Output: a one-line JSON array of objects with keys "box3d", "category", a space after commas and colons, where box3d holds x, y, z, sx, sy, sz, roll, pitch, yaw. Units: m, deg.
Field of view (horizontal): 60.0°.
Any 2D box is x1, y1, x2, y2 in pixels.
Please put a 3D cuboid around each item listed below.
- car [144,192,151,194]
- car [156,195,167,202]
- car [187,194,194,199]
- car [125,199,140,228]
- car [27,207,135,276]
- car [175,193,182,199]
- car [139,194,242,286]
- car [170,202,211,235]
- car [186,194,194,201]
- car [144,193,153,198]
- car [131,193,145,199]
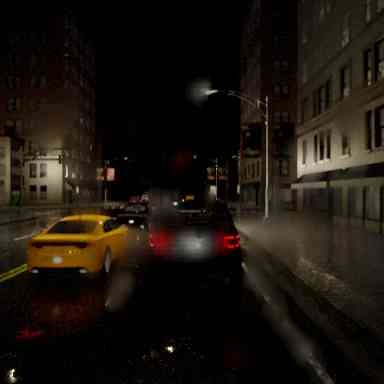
[{"box3d": [-10.198, 1.063, 75.464, 2.150, 2.045, 5.566, 0, 0, 0], "category": "car"}, {"box3d": [-6.946, 1.379, 75.159, 2.033, 1.411, 5.357, 0, 0, 0], "category": "car"}, {"box3d": [-0.546, 1.265, 92.053, 1.895, 1.301, 4.718, 0, 0, 0], "category": "car"}, {"box3d": [-3.268, 1.437, 20.353, 1.882, 1.535, 5.008, 0, 0, 0], "category": "car"}, {"box3d": [-3.209, 1.457, 10.358, 1.882, 1.535, 5.008, 0, 0, 0], "category": "car"}, {"box3d": [-3.796, 1.170, 92.004, 1.837, 1.490, 4.892, 0, 0, 0], "category": "car"}, {"box3d": [0.046, 1.203, 9.474, 2.150, 2.045, 5.566, 0, 0, 0], "category": "car"}, {"box3d": [-0.113, 1.453, 19.646, 2.128, 1.511, 4.902, 0, 0, 0], "category": "car"}, {"box3d": [-0.483, 1.300, 81.604, 1.882, 1.535, 5.008, 0, 0, 0], "category": "car"}, {"box3d": [-6.920, 1.439, 60.133, 1.994, 1.385, 4.181, 0, 0, 0], "category": "car"}, {"box3d": [-10.170, 1.439, 60.101, 1.994, 1.385, 4.181, 0, 0, 0], "category": "car"}]
